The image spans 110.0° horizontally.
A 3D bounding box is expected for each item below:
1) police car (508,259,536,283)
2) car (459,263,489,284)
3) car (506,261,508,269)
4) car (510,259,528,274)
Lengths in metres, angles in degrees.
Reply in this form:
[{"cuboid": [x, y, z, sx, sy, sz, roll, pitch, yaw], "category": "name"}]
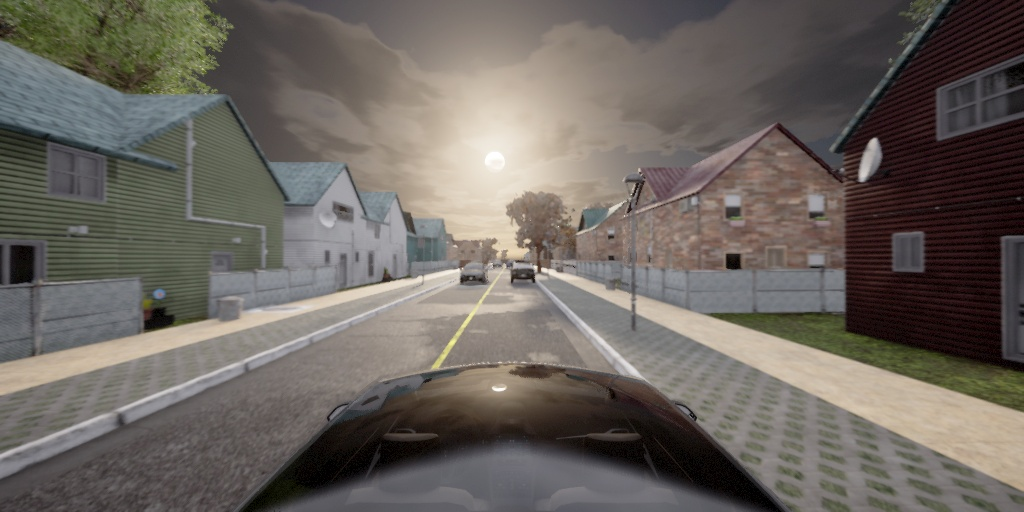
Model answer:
[{"cuboid": [0.821, 1.231, 28.661, 1.930, 1.638, 5.238, 0, 0, 0], "category": "police car"}, {"cuboid": [-2.848, 1.305, 27.344, 1.837, 1.490, 4.892, 0, 0, 0], "category": "car"}, {"cuboid": [-0.010, 1.348, 63.736, 2.097, 1.767, 4.553, 0, -1, 0], "category": "car"}, {"cuboid": [0.818, 1.214, 44.522, 2.097, 1.767, 4.553, 0, 0, 0], "category": "car"}]
